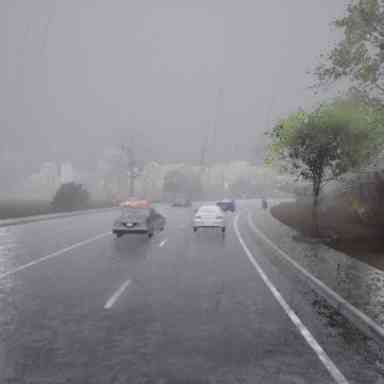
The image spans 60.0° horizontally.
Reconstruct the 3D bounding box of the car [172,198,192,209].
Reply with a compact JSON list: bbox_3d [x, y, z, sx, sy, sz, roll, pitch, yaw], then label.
[{"bbox_3d":[-1.405,1.562,45.772,1.994,1.385,4.181,0,0,16],"label":"car"}]

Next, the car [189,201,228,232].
[{"bbox_3d":[1.128,1.531,20.249,1.812,1.442,4.674,0,0,6],"label":"car"}]

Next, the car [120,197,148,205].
[{"bbox_3d":[-6.720,1.337,38.742,2.097,1.767,4.553,0,0,13],"label":"car"}]

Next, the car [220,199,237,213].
[{"bbox_3d":[4.016,1.492,37.886,1.882,1.535,5.008,0,0,13],"label":"car"}]

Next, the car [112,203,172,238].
[{"bbox_3d":[-2.648,1.545,17.781,2.033,1.411,5.357,0,0,5],"label":"car"}]
